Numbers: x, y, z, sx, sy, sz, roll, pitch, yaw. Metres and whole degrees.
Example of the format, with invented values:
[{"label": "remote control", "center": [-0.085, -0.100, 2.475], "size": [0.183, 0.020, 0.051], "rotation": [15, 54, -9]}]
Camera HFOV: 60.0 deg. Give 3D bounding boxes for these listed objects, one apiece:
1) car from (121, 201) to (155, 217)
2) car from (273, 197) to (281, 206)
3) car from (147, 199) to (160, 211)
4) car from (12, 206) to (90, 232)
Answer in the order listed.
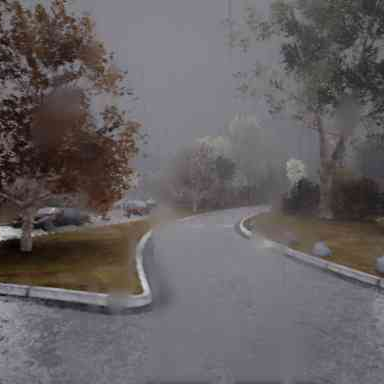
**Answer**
[{"label": "car", "center": [-5.520, 1.828, 33.760], "size": [1.895, 1.301, 4.718], "rotation": [0, -1, 6]}, {"label": "car", "center": [14.886, 1.530, 54.756], "size": [1.882, 1.535, 5.008], "rotation": [0, 1, 31]}, {"label": "car", "center": [-5.553, 1.766, 46.217], "size": [1.882, 1.535, 5.008], "rotation": [0, 0, -8]}, {"label": "car", "center": [-8.625, 1.614, 21.056], "size": [2.033, 1.411, 5.357], "rotation": [0, -1, 17]}]
